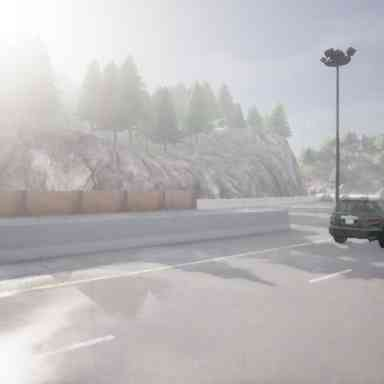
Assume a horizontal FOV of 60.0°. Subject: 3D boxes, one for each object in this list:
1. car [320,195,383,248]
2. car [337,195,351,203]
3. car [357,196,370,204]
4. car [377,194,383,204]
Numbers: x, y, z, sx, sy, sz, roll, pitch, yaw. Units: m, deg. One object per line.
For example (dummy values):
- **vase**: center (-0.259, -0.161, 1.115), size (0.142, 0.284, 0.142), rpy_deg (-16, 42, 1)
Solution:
- **car**: center (8.260, 1.255, 14.854), size (5.566, 2.045, 2.150), rpy_deg (0, 0, -40)
- **car**: center (31.088, 1.486, 67.891), size (1.837, 1.490, 4.892), rpy_deg (0, 0, 32)
- **car**: center (34.102, 1.537, 66.111), size (1.994, 1.385, 4.181), rpy_deg (0, 0, 32)
- **car**: center (37.132, 1.339, 64.356), size (2.097, 1.767, 4.553), rpy_deg (0, 0, 32)
